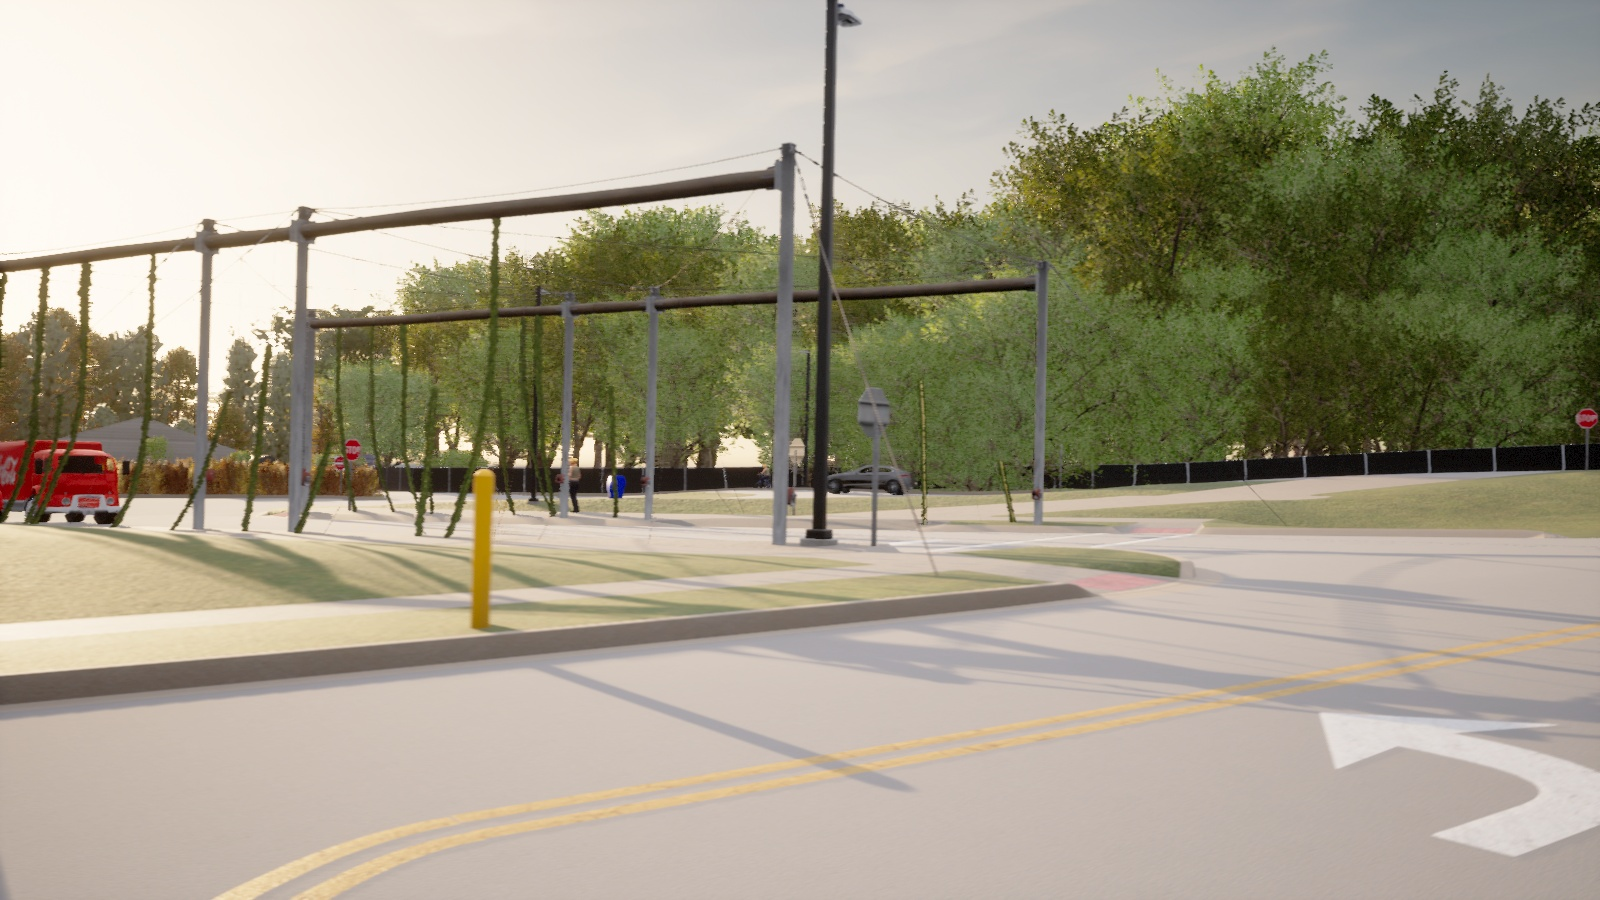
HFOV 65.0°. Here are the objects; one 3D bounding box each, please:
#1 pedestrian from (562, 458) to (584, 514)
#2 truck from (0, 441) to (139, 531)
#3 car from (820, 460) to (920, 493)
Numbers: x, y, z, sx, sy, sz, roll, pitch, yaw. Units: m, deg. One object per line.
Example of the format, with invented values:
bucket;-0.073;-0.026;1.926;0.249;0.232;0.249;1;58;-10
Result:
pedestrian;-7.527;1.193;41.626;0.594;1.836;0.345;1;-1;31
truck;-22.040;1.058;37.078;5.204;2.467;2.627;-1;-2;40
car;3.825;1.447;68.405;5.027;1.651;2.152;1;-1;19
